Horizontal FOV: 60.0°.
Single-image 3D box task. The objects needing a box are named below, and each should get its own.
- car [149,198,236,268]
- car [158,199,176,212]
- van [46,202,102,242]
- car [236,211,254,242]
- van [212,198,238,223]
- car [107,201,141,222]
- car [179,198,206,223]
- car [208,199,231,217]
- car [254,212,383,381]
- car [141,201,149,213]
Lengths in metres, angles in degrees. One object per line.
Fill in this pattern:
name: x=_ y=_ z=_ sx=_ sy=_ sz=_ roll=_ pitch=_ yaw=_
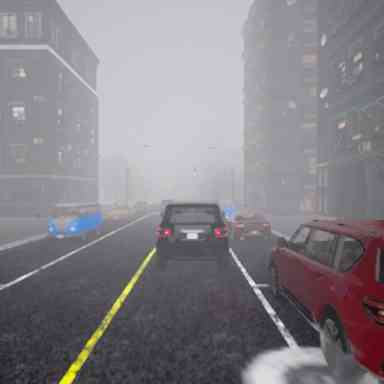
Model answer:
car: x=0.032 y=1.267 z=11.542 sx=2.150 sy=2.045 sz=5.566 roll=0 pitch=0 yaw=0
car: x=-3.045 y=1.658 z=41.490 sx=1.837 sy=1.490 sz=4.892 roll=0 pitch=-1 yaw=1
van: x=-5.707 y=1.404 z=16.475 sx=1.690 sy=1.788 sz=3.998 roll=-1 pitch=0 yaw=0
car: x=2.676 y=1.607 z=16.522 sx=1.887 sy=1.381 sz=4.507 roll=-1 pitch=0 yaw=0
van: x=2.672 y=1.443 z=27.571 sx=1.690 sy=1.788 sz=3.998 roll=-1 pitch=0 yaw=0
car: x=-5.703 y=1.628 z=27.352 sx=1.752 sy=1.417 sz=4.829 roll=-1 pitch=0 yaw=0
car: x=0.046 y=1.454 z=27.595 sx=2.097 sy=1.767 sz=4.553 roll=0 pitch=0 yaw=1
car: x=2.674 y=1.562 z=33.095 sx=1.967 sy=1.590 sz=4.097 roll=-1 pitch=0 yaw=0
car: x=2.671 y=1.336 z=5.475 sx=2.192 sy=1.841 sz=5.009 roll=-1 pitch=0 yaw=0
car: x=-5.800 y=1.724 z=38.564 sx=1.802 sy=1.307 sz=4.206 roll=-1 pitch=0 yaw=0
